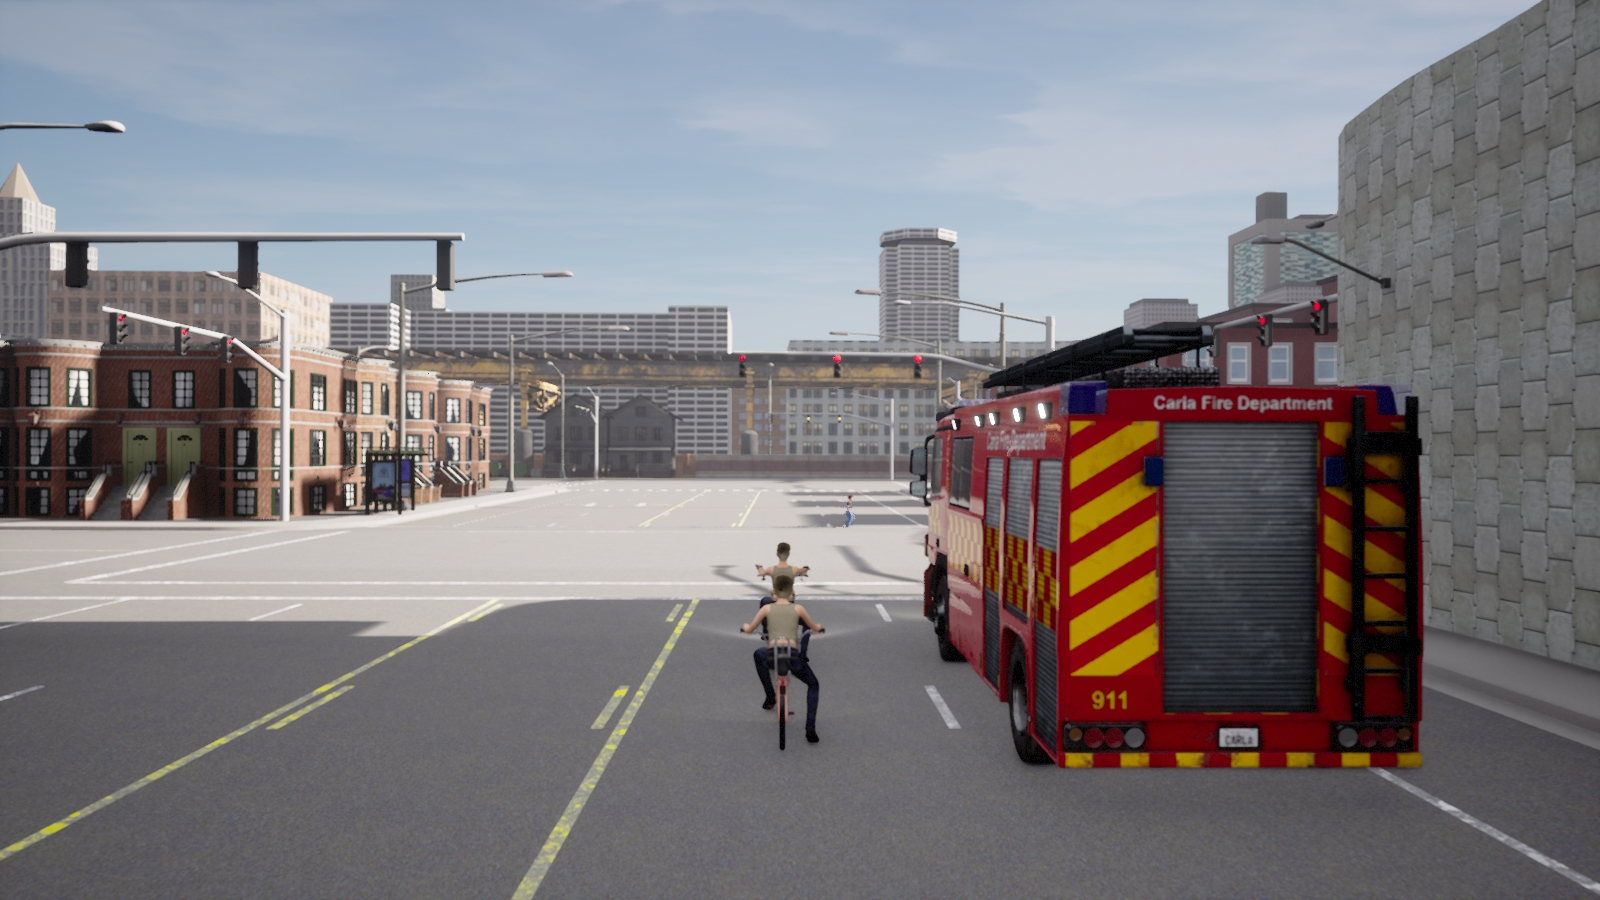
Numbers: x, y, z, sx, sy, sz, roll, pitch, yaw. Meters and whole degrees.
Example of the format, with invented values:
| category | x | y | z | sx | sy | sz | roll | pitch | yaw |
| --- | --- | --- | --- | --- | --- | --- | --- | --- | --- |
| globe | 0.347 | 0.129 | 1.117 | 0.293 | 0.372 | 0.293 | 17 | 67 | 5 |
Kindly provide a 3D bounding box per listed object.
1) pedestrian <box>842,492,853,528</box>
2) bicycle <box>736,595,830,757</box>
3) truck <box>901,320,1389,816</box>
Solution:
| category | x | y | z | sx | sy | sz | roll | pitch | yaw |
| --- | --- | --- | --- | --- | --- | --- | --- | --- | --- |
| pedestrian | 1.763 | 2.197 | 42.145 | 0.375 | 1.300 | 0.375 | 0 | 0 | -1 |
| bicycle | -0.170 | 2.163 | 11.209 | 0.859 | 1.301 | 1.487 | 0 | 0 | -1 |
| truck | 3.055 | 0.921 | 13.081 | 2.891 | 3.827 | 8.468 | 0 | 0 | -1 |
